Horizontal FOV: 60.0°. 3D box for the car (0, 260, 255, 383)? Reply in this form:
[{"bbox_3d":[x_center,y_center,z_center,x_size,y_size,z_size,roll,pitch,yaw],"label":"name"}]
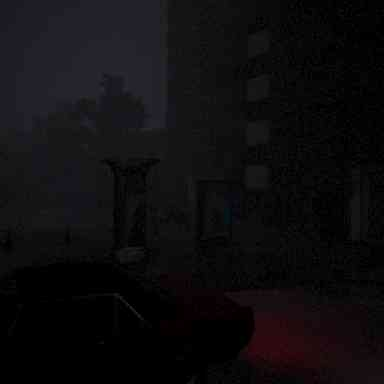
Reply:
[{"bbox_3d":[-1.715,1.538,3.563,4.718,1.301,1.895,0,1,-29],"label":"car"}]
